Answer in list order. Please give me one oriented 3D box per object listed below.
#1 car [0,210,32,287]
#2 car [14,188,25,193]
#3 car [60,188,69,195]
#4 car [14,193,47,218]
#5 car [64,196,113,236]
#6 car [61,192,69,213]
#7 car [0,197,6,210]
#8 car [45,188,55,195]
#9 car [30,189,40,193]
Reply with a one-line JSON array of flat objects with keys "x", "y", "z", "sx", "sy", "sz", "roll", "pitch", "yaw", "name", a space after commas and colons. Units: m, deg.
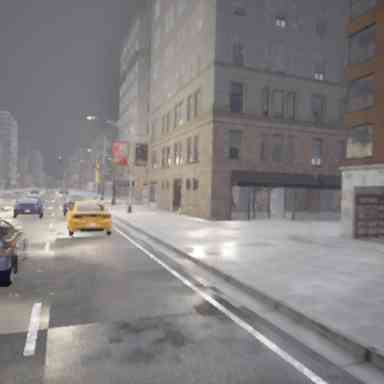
[{"x": -5.378, "y": 1.351, "z": 8.387, "sx": 1.994, "sy": 1.385, "sz": 4.181, "roll": 1, "pitch": 0, "yaw": -22, "name": "car"}, {"x": -40.146, "y": -0.196, "z": 77.418, "sx": 1.882, "sy": 1.535, "sz": 5.008, "roll": 1, "pitch": 0, "yaw": -22, "name": "car"}, {"x": -32.157, "y": -0.147, "z": 83.697, "sx": 2.097, "sy": 1.767, "sz": 4.553, "roll": 1, "pitch": 0, "yaw": -22, "name": "car"}, {"x": -11.574, "y": 1.028, "z": 23.853, "sx": 1.812, "sy": 1.442, "sz": 4.674, "roll": 1, "pitch": 0, "yaw": -22, "name": "car"}, {"x": -5.203, "y": 1.208, "z": 16.689, "sx": 1.882, "sy": 1.535, "sz": 5.008, "roll": 1, "pitch": 0, "yaw": -22, "name": "car"}, {"x": -9.199, "y": 1.054, "z": 26.396, "sx": 1.837, "sy": 1.490, "sz": 4.892, "roll": 1, "pitch": 0, "yaw": -22, "name": "car"}, {"x": -16.432, "y": 0.872, "z": 26.911, "sx": 1.812, "sy": 1.442, "sz": 4.674, "roll": 1, "pitch": 0, "yaw": -21, "name": "car"}, {"x": -35.018, "y": -0.215, "z": 82.101, "sx": 2.097, "sy": 1.767, "sz": 4.553, "roll": 1, "pitch": 0, "yaw": -22, "name": "car"}, {"x": -37.122, "y": -0.004, "z": 78.601, "sx": 1.895, "sy": 1.301, "sz": 4.718, "roll": 1, "pitch": 0, "yaw": -22, "name": "car"}]
